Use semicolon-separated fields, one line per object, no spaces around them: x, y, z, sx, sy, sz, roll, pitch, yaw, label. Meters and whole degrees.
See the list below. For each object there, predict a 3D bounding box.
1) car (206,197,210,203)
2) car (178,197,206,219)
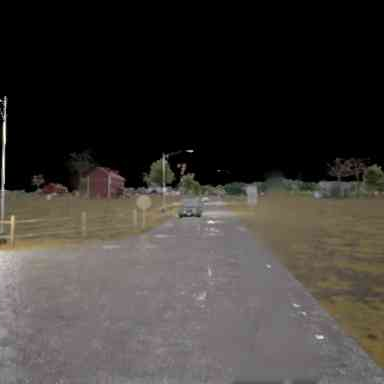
3.243;1.896;78.985;1.882;1.535;5.008;-1;0;4;car
-0.080;1.644;33.284;2.150;2.045;5.566;-1;1;4;car
